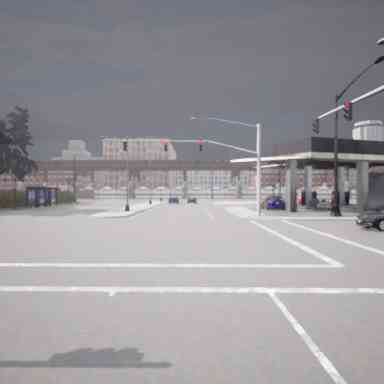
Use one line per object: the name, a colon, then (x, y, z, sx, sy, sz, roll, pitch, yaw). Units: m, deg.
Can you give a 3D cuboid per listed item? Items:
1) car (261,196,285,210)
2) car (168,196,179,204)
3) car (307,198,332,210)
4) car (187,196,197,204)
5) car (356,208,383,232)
car: (9.699, 1.300, 39.824, 2.242, 1.667, 4.611, 0, 0, 0)
car: (-3.518, 1.485, 64.496, 1.882, 1.535, 5.008, 0, 0, 0)
car: (15.444, 1.460, 40.588, 1.970, 1.475, 3.806, 0, 0, 0)
car: (-0.018, 1.555, 64.497, 2.033, 1.411, 5.357, 0, 0, 0)
car: (12.285, 1.507, 19.662, 4.892, 1.490, 1.837, 0, 0, -1)
